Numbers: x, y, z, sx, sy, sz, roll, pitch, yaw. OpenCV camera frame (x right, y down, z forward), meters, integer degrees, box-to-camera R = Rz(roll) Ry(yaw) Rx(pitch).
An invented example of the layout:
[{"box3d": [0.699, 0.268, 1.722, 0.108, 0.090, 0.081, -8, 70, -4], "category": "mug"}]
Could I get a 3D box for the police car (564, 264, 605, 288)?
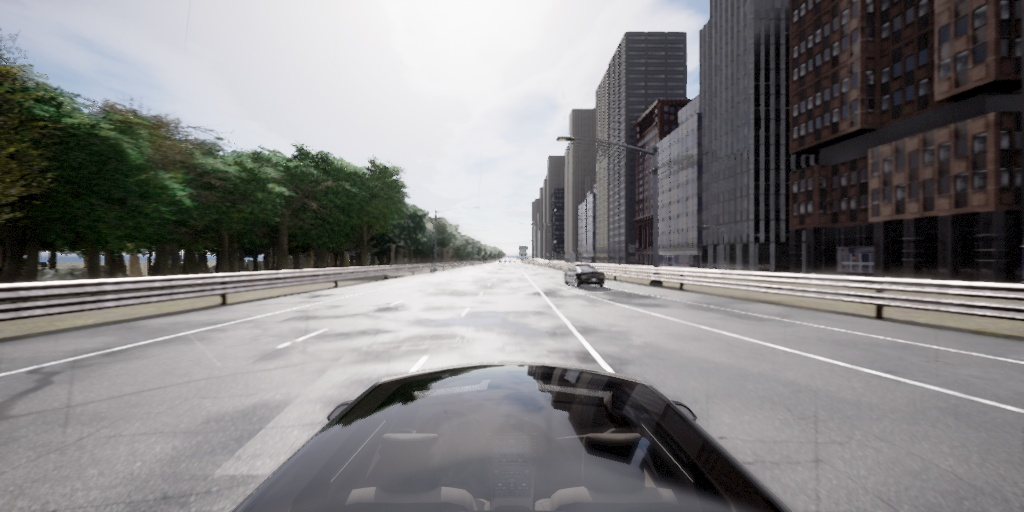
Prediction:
[{"box3d": [5.172, 1.410, 26.413, 1.930, 1.638, 5.238, 0, -1, -6], "category": "police car"}]
